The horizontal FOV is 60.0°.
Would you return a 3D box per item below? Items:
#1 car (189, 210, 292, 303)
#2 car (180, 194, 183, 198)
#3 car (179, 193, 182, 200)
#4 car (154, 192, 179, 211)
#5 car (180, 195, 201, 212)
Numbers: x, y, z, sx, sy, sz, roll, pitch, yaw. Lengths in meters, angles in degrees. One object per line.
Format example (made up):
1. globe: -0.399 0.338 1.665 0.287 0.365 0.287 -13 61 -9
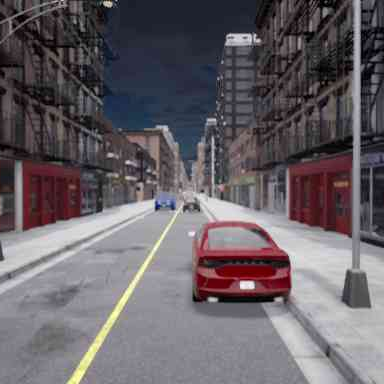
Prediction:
1. car: 0.939 1.434 8.187 1.882 1.535 5.008 0 0 0
2. car: -0.121 1.284 45.822 2.128 1.511 4.902 0 0 0
3. car: -2.982 1.018 78.447 2.097 1.767 4.553 0 0 0
4. car: -2.961 1.044 37.554 2.150 2.045 5.566 0 0 0
5. car: -0.035 1.358 35.653 1.812 1.442 4.674 0 0 0
